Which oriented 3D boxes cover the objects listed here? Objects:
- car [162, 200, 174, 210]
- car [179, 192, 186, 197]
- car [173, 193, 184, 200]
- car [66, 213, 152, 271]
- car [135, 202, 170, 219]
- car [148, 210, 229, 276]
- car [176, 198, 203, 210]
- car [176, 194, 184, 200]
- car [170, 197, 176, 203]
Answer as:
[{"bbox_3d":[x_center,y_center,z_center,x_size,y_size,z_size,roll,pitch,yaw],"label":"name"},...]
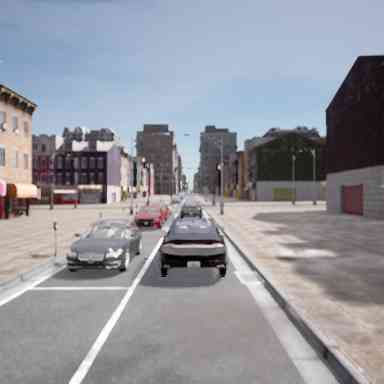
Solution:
[{"bbox_3d":[-2.773,1.613,27.569,1.887,1.381,4.507,1,0,0],"label":"car"},{"bbox_3d":[-3.066,1.276,82.799,1.887,1.381,4.507,1,0,0],"label":"car"},{"bbox_3d":[-2.945,1.443,60.205,2.008,1.369,4.403,1,0,0],"label":"car"},{"bbox_3d":[-2.687,1.611,10.962,2.008,1.369,4.403,1,0,0],"label":"car"},{"bbox_3d":[-2.744,1.621,22.034,1.887,1.381,4.507,1,0,0],"label":"car"},{"bbox_3d":[0.035,1.549,10.516,2.128,1.511,4.902,0,0,0],"label":"car"},{"bbox_3d":[-0.061,1.553,29.185,2.128,1.511,4.902,0,0,0],"label":"car"},{"bbox_3d":[-3.097,1.257,88.447,1.947,1.339,4.313,1,0,0],"label":"car"},{"bbox_3d":[-2.800,1.576,32.935,1.752,1.417,4.829,1,0,0],"label":"car"}]
